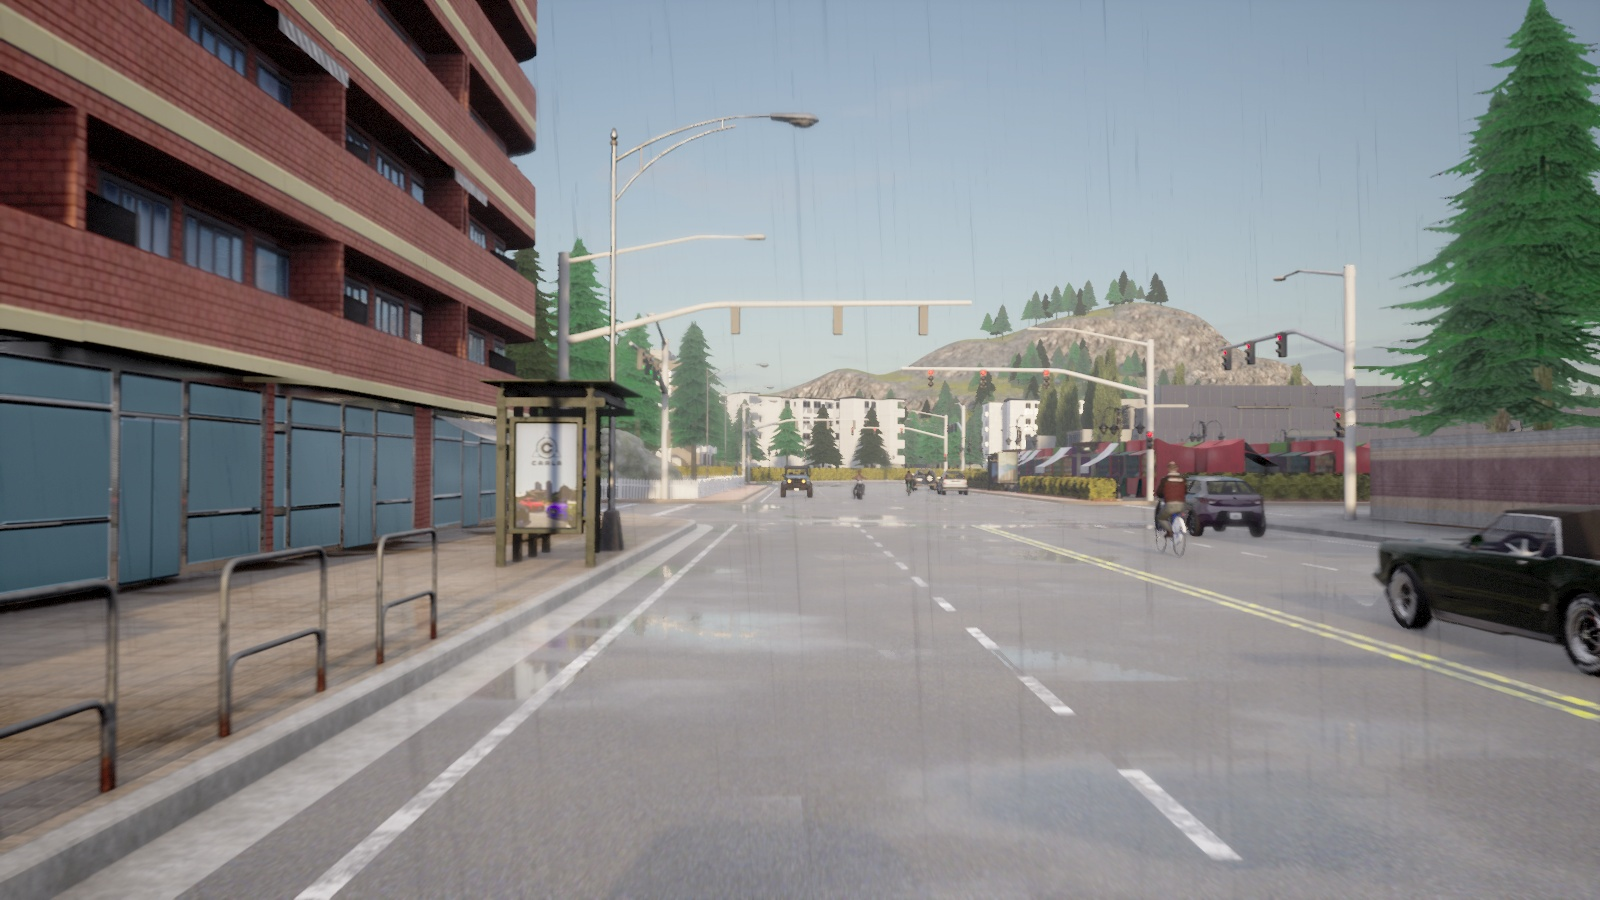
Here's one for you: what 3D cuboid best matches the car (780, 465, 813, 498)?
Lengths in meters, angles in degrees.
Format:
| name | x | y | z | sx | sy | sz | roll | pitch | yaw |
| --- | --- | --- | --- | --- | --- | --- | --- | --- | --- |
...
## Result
| name | x | y | z | sx | sy | sz | roll | pitch | yaw |
| --- | --- | --- | --- | --- | --- | --- | --- | --- | --- |
| car | -0.188 | 1.852 | 74.142 | 1.905 | 1.878 | 3.866 | 0 | -1 | 0 |

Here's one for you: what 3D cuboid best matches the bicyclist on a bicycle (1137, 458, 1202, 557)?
| name | x | y | z | sx | sy | sz | roll | pitch | yaw |
| --- | --- | --- | --- | --- | --- | --- | --- | --- | --- |
| bicyclist on a bicycle | 6.939 | 1.053 | 23.640 | 0.659 | 1.776 | 1.843 | 0 | -1 | 0 |

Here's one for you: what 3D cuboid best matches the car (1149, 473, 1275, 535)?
| name | x | y | z | sx | sy | sz | roll | pitch | yaw |
| --- | --- | --- | --- | --- | --- | --- | --- | --- | --- |
| car | 10.418 | 1.324 | 32.091 | 1.816 | 1.474 | 4.193 | 0 | -1 | 0 |

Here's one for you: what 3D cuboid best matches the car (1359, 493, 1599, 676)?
| name | x | y | z | sx | sy | sz | roll | pitch | yaw |
| --- | --- | --- | --- | --- | --- | --- | --- | --- | --- |
| car | 6.958 | 1.073 | 11.105 | 1.895 | 1.301 | 4.718 | 0 | -1 | 0 |

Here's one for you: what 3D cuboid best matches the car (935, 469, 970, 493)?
| name | x | y | z | sx | sy | sz | roll | pitch | yaw |
| --- | --- | --- | --- | --- | --- | --- | --- | --- | --- |
| car | 10.284 | 2.096 | 85.082 | 1.851 | 1.617 | 3.988 | 0 | -1 | 0 |
